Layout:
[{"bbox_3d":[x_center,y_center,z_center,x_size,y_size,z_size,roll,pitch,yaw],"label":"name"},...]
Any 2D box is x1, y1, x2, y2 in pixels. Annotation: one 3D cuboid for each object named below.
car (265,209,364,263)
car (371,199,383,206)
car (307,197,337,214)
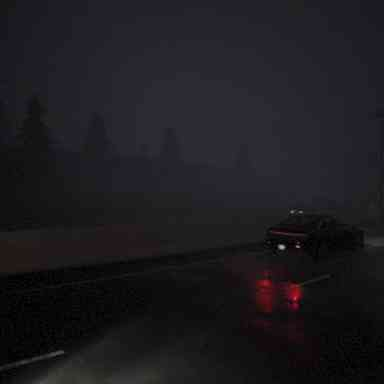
[{"bbox_3d":[4.740,1.605,12.510,4.902,1.511,2.128,1,0,-42],"label":"car"},{"bbox_3d":[42.956,2.339,76.786,2.033,1.411,5.357,0,0,38],"label":"car"},{"bbox_3d":[16.983,1.622,43.185,2.150,2.045,5.566,0,-1,38],"label":"car"}]
